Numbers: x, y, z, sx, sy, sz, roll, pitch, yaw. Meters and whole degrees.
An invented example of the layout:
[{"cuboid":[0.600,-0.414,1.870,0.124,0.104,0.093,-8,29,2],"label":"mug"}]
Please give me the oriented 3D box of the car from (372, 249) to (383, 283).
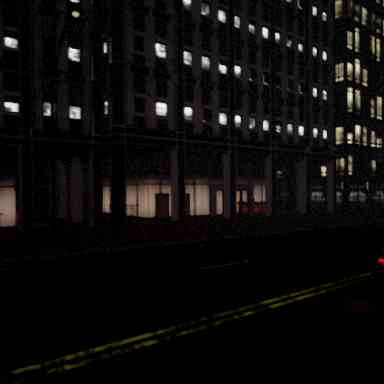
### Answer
[{"cuboid":[6.515,1.554,8.126,5.357,1.411,2.033,0,0,-35],"label":"car"}]
